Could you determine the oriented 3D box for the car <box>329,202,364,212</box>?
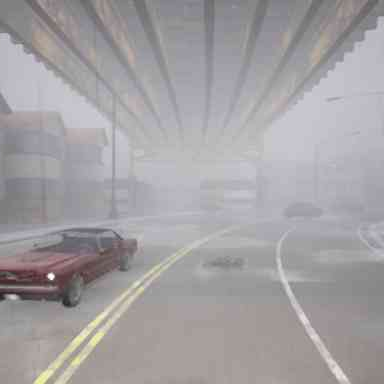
[{"bbox_3d":[19.557,1.906,42.241,4.718,1.301,1.895,1,-1,-30],"label":"car"}]

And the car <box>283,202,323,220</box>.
[{"bbox_3d":[9.690,1.568,28.769,2.033,1.411,5.357,-1,-1,38],"label":"car"}]

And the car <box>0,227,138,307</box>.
[{"bbox_3d":[-2.923,1.607,8.218,1.895,1.301,4.718,0,0,9],"label":"car"}]
